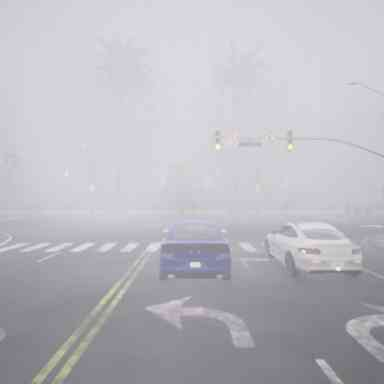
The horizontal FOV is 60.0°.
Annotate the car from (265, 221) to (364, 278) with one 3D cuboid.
[{"bbox_3d":[3.592,1.646,10.452,1.812,1.442,4.674,0,-1,0],"label":"car"}]

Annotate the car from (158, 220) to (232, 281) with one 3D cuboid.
[{"bbox_3d":[0.088,1.596,10.317,1.882,1.535,5.008,0,-1,0],"label":"car"}]
